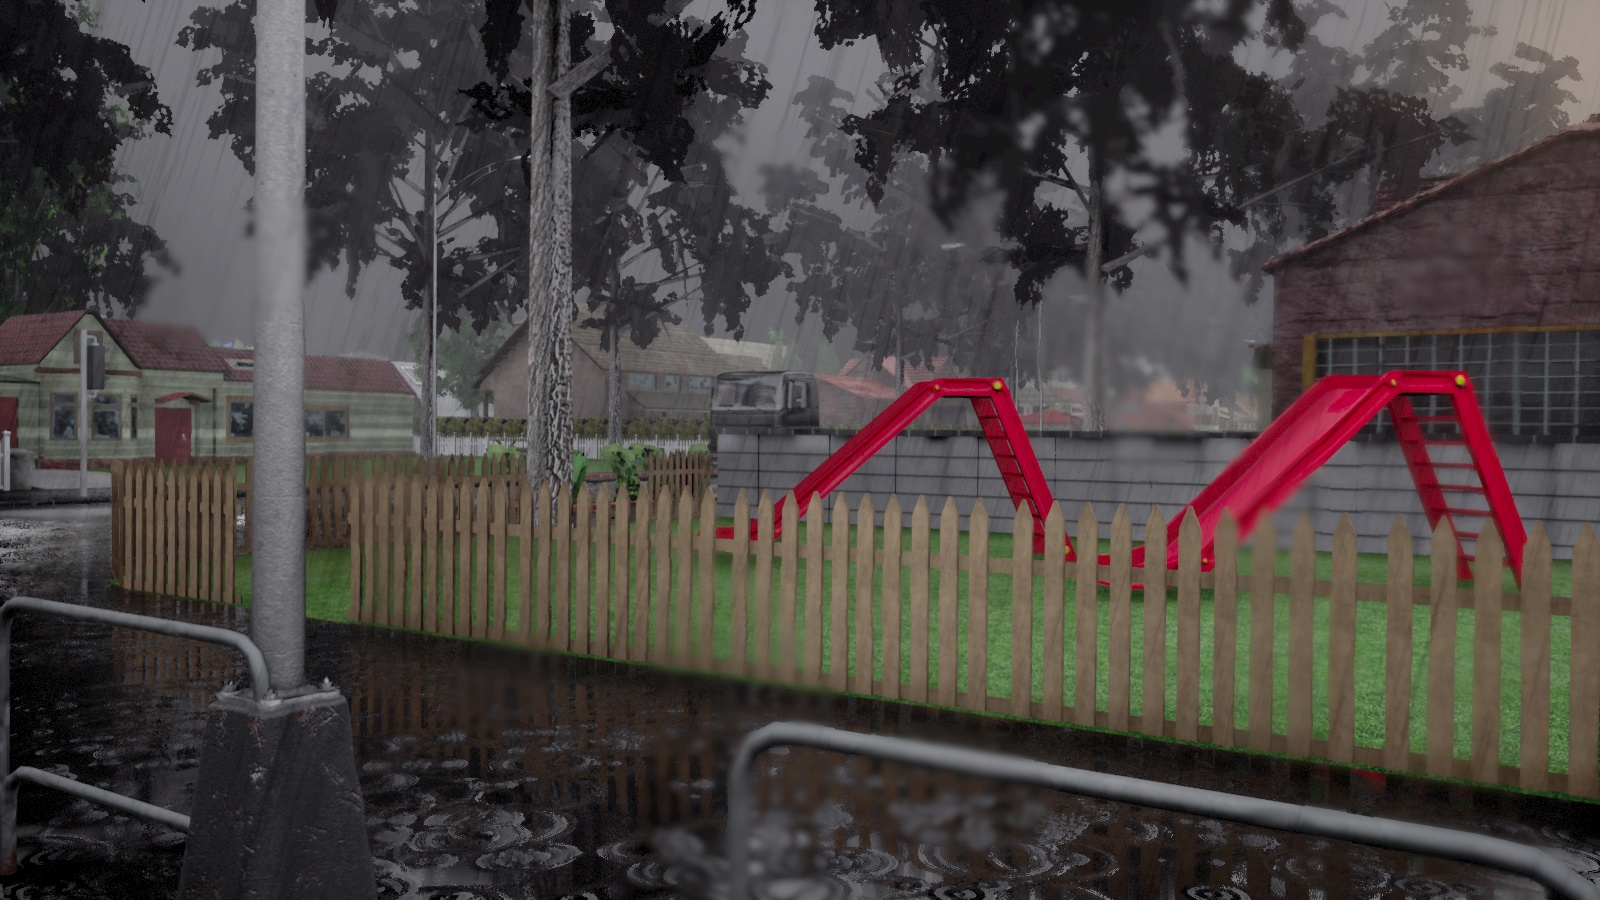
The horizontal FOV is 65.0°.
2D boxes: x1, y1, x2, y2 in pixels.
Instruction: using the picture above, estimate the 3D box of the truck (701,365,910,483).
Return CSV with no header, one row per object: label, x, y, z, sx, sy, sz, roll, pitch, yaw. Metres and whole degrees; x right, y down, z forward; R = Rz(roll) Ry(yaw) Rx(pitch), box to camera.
truck,0.397,-0.828,40.930,2.891,3.462,7.936,0,1,34
